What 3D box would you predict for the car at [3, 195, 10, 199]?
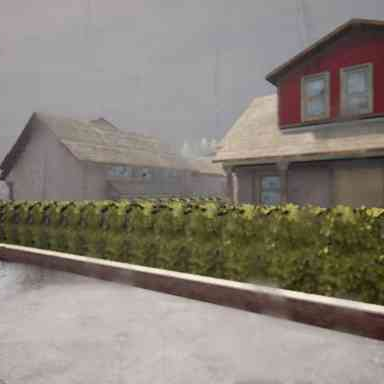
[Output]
[{"bbox_3d":[-41.552,1.700,75.835,3.866,1.878,1.905,-1,0,35],"label":"car"}]
